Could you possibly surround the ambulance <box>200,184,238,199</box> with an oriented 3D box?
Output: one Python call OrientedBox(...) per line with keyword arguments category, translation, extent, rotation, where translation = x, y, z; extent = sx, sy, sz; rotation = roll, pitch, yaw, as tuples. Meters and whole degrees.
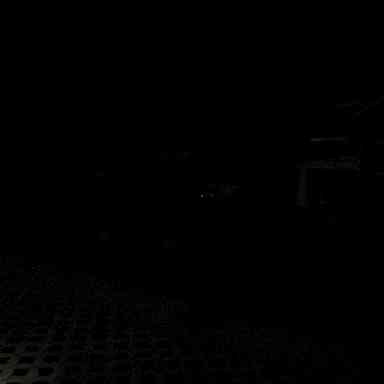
OrientedBox(category="ambulance", translation=(3.502, 0.235, 42.355), extent=(2.351, 2.431, 6.366), rotation=(4, 3, 35))
